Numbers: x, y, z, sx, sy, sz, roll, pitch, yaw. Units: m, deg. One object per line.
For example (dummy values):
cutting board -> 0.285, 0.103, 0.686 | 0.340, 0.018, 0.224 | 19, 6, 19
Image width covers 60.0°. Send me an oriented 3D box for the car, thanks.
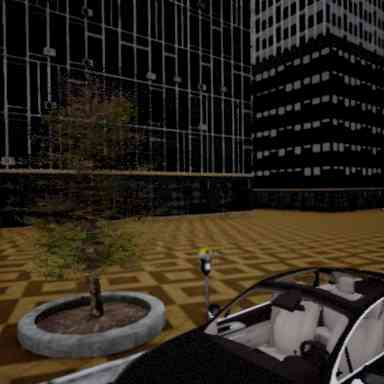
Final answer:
car -> 1.290, 1.556, 3.366 | 4.403, 1.369, 2.008 | 0, -1, -35
